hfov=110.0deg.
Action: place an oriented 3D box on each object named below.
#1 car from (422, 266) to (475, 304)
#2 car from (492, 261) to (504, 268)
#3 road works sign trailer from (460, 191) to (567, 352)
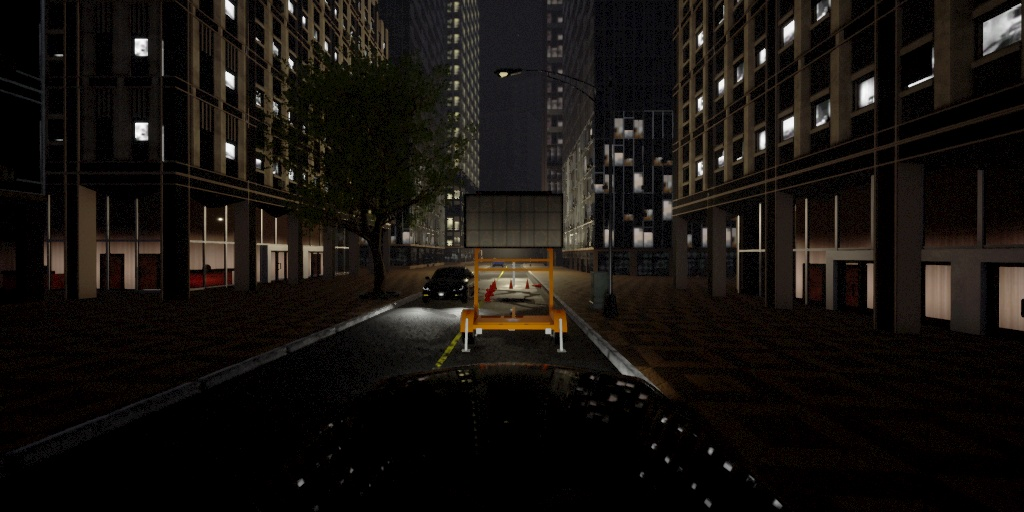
[{"bbox_3d":[-2.768,1.256,16.505,1.837,1.490,4.892,0,0,0],"label":"car"},{"bbox_3d":[-2.420,1.295,61.994,1.882,1.535,5.008,0,0,0],"label":"car"},{"bbox_3d":[0.042,0.214,8.893,2.380,3.560,2.880,0,0,0],"label":"road works sign trailer"}]
